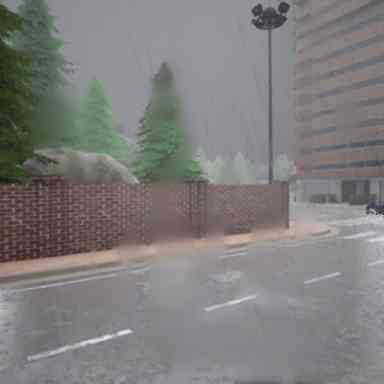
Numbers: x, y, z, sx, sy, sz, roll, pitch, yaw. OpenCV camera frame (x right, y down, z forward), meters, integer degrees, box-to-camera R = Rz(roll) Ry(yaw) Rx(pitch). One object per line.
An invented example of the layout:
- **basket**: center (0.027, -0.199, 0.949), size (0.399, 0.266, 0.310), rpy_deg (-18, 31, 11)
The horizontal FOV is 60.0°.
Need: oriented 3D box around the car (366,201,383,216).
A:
- **car**: center (15.435, 0.994, 24.814), size (2.097, 1.767, 4.553), rpy_deg (-1, 1, -25)
